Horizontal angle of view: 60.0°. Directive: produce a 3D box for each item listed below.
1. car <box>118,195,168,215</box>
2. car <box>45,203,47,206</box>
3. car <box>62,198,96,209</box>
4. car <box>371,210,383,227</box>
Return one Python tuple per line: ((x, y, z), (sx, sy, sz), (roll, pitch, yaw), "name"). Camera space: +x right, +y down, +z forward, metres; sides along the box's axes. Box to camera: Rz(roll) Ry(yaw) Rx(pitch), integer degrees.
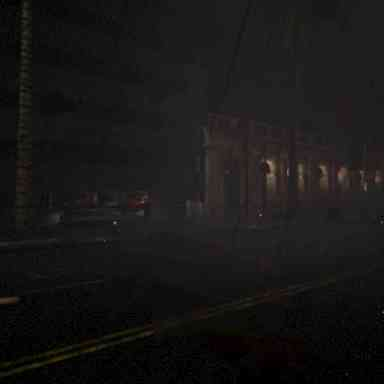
((-5.126, 1.348, 35.636), (5.566, 2.045, 2.435), (1, -1, -37), "car")
((-23.694, 1.881, 59.326), (4.786, 1.482, 2.161), (1, -1, -37), "car")
((-16.997, 1.869, 49.845), (4.718, 1.301, 1.895), (1, -1, -37), "car")
((14.850, 1.819, 24.198), (4.674, 1.442, 1.812), (1, -1, -37), "car")
